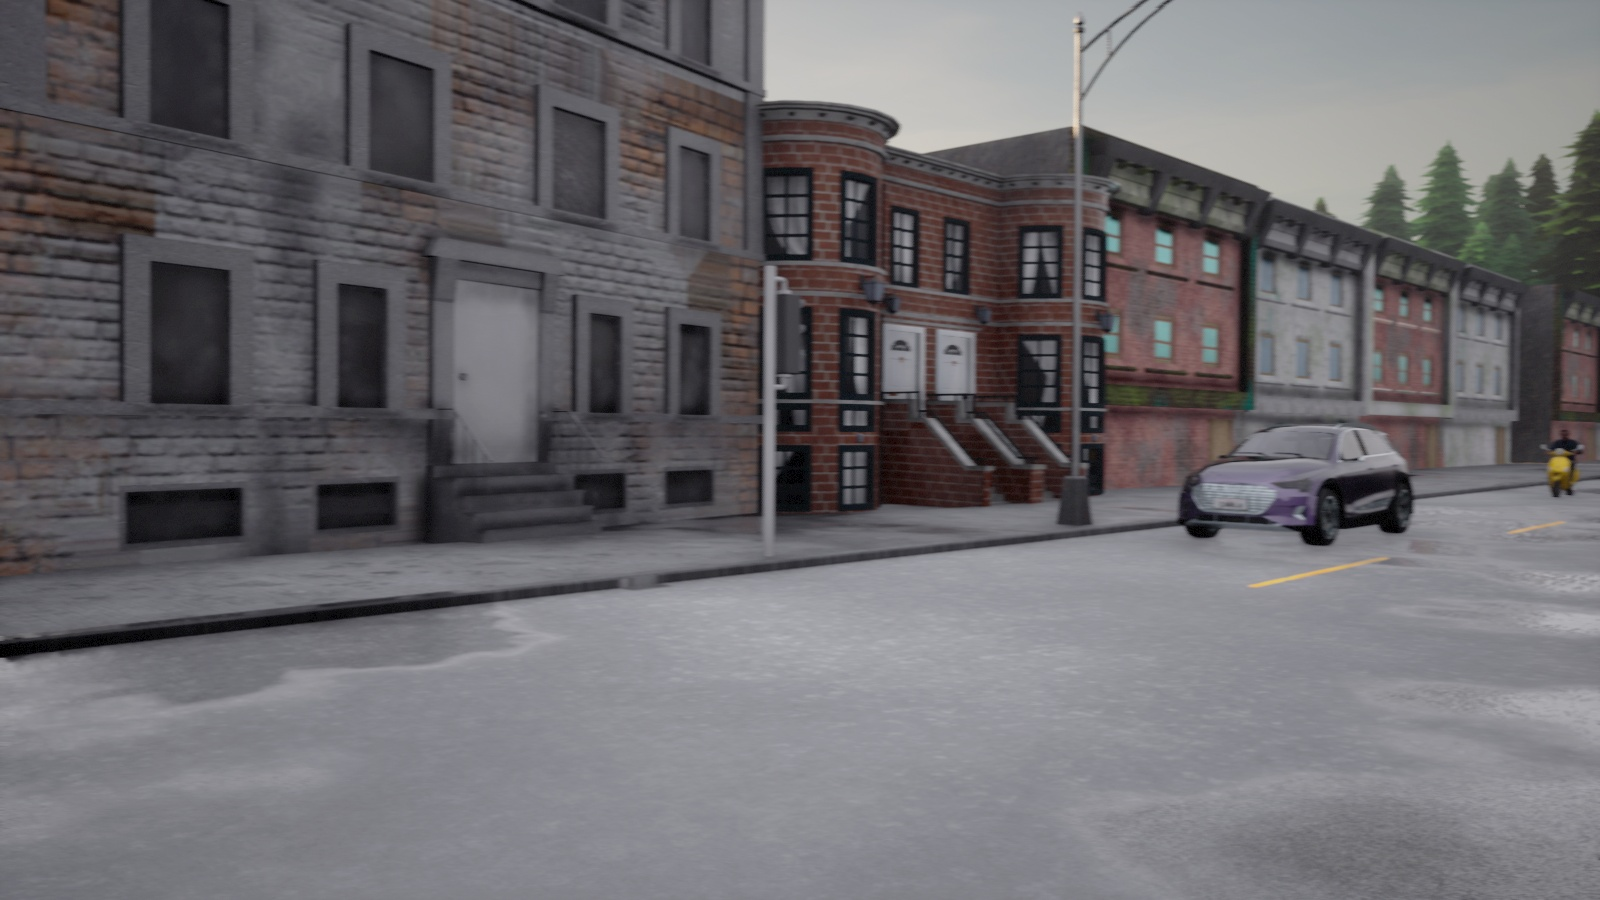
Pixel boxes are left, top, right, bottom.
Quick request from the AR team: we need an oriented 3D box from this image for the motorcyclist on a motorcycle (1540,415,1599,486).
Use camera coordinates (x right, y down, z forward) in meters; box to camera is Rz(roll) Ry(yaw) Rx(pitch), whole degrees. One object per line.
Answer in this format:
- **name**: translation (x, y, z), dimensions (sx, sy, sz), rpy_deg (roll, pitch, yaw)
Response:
- **motorcyclist on a motorcycle**: translation (17.967, -0.008, 29.264), dimensions (0.866, 1.590, 1.817), rpy_deg (0, 1, 43)

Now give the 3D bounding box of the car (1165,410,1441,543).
- **car**: translation (7.340, 0.275, 18.024), dimensions (2.033, 1.649, 4.856), rpy_deg (0, 1, 43)
